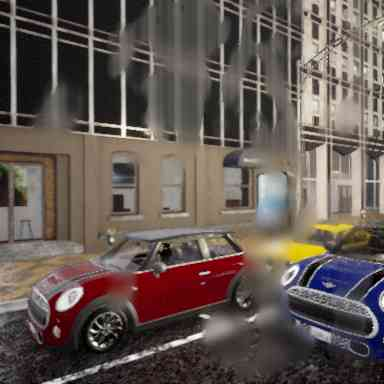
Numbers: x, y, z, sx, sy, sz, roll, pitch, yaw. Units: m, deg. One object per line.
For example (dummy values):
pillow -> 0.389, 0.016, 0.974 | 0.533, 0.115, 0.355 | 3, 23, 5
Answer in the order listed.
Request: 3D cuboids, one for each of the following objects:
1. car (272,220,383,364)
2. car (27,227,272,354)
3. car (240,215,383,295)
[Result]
car -> 3.568, 1.331, 5.835 | 4.553, 1.767, 2.097 | 0, 0, -36
car -> -0.728, 1.442, 6.052 | 4.097, 1.590, 1.967 | 0, 0, -36
car -> 3.710, 1.502, 9.264 | 4.829, 1.417, 1.752 | 0, 0, -36
